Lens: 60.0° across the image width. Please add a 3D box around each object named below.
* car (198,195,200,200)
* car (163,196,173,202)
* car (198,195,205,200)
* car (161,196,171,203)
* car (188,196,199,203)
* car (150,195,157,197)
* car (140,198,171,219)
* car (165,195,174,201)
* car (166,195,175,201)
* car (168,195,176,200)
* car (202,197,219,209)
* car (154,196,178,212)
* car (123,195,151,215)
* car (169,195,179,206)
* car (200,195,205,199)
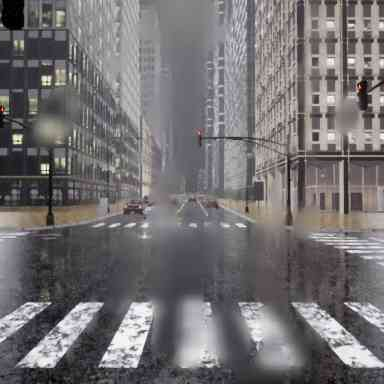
[{"bbox_3d":[2.693,1.590,61.687,1.947,1.339,4.313,1,0,0],"label":"car"},{"bbox_3d":[-5.689,1.581,78.342,2.008,1.369,4.403,1,0,0],"label":"car"},{"bbox_3d":[2.688,1.583,95.150,1.887,1.381,4.507,1,0,0],"label":"car"},{"bbox_3d":[-5.688,1.573,72.767,1.887,1.381,4.507,1,0,0],"label":"car"},{"bbox_3d":[0.072,1.573,70.456,2.033,1.411,5.357,0,0,0],"label":"car"},{"bbox_3d":[-5.679,1.332,44.891,2.192,1.841,5.009,1,0,0],"label":"car"},{"bbox_3d":[-3.109,1.536,29.214,1.812,1.442,4.674,0,0,0],"label":"car"},{"bbox_3d":[-5.690,1.578,83.917,1.887,1.381,4.507,1,0,0],"label":"car"},{"bbox_3d":[-5.691,1.587,89.493,2.008,1.369,4.403,1,0,0],"label":"car"},{"bbox_3d":[-5.693,1.604,95.068,1.947,1.339,4.313,1,0,0],"label":"car"},{"bbox_3d":[2.696,1.599,44.954,1.802,1.307,4.206,1,0,0],"label":"car"},{"bbox_3d":[-3.106,1.562,39.445,2.033,1.411,5.357,0,0,0],"label":"car"},{"bbox_3d":[-5.679,1.453,33.741,1.967,1.590,4.097,1,0,0],"label":"car"},{"bbox_3d":[-3.095,1.621,52.664,1.895,1.301,4.718,0,0,0],"label":"car"},{"bbox_3d":[2.696,1.547,56.280,1.752,1.417,4.829,1,0,0],"label":"car"}]
